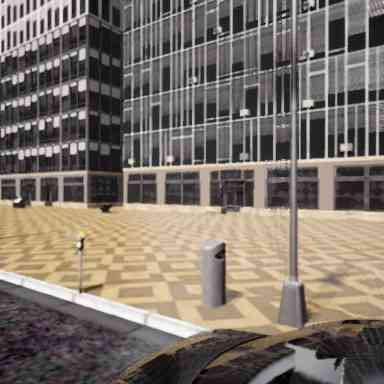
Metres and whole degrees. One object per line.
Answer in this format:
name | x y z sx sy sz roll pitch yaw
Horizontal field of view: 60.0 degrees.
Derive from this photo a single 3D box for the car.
car | 1.213 1.565 2.004 4.313 1.339 1.947 0 0 36
